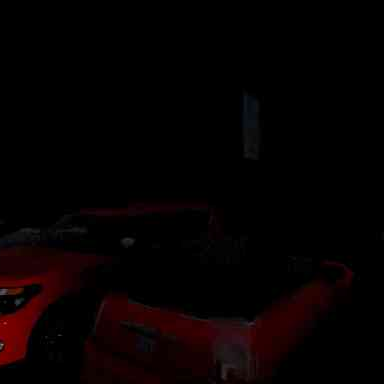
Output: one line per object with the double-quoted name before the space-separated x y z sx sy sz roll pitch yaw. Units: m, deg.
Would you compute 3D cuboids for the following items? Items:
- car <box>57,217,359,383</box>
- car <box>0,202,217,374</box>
"car" 0.852 1.363 4.624 2.185 1.767 4.553 0 0 36
"car" -1.391 1.248 6.228 2.435 2.045 5.566 0 0 36
